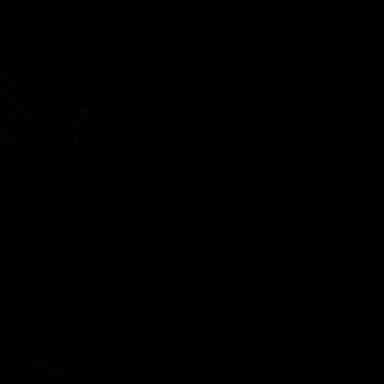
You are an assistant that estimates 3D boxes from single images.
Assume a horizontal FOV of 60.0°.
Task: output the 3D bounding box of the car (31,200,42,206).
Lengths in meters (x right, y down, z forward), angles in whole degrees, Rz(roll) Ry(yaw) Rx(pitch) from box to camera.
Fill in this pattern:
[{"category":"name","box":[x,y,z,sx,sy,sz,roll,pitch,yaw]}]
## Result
[{"category":"car","box":[-16.291,1.533,34.785,1.882,1.535,5.008,0,0,32]}]
